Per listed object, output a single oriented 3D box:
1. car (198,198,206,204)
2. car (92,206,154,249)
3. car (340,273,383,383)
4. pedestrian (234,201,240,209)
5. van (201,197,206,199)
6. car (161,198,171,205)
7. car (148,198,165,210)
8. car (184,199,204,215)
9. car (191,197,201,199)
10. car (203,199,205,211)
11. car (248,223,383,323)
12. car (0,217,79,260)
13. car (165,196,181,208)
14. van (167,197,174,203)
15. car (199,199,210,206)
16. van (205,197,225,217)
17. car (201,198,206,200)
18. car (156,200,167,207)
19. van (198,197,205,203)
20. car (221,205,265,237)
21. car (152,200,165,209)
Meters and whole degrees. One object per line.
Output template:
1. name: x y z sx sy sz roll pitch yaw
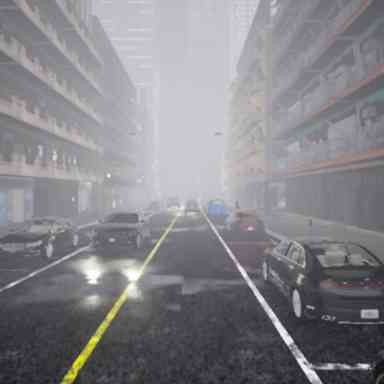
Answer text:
1. car: 2.552 2.314 85.780 1.752 1.417 4.829 -1 -1 0
2. car: -3.124 1.618 15.442 1.882 1.535 5.008 0 -1 0
3. car: 2.677 1.582 1.583 1.947 1.339 4.313 -1 -1 0
4. pedestrian: 2.967 1.494 22.026 0.375 1.860 0.375 -1 0 -3
5. van: 2.582 1.919 63.205 1.690 1.788 3.998 -1 -1 0
6. car: -5.813 2.123 74.424 1.967 1.590 4.097 -1 -1 0
7. car: -5.778 2.041 52.015 1.947 1.339 4.313 -1 -1 0
8. car: 0.013 1.907 39.556 2.033 1.411 5.357 0 -1 0
9. car: -0.076 1.819 51.117 2.097 1.767 4.553 0 -1 0
10. car: 2.619 1.922 40.796 2.008 1.369 4.403 -1 -1 0
11. car: 2.669 1.617 7.186 2.008 1.369 4.403 -1 -1 0
12. car: -5.720 1.668 12.803 2.008 1.369 4.403 -1 -1 0
13. car: -3.143 1.745 57.358 2.150 2.045 5.566 0 -1 0
14. van: -5.839 2.181 91.230 1.690 1.788 3.998 -1 -1 0
15. car: 2.577 2.181 68.805 2.008 1.369 4.403 -1 -1 0
16. van: 2.624 1.662 35.196 1.690 1.788 3.998 -1 -1 0
17. car: 2.610 1.968 46.398 1.887 1.381 4.507 -1 -1 0
18. car: -5.794 2.160 63.219 1.802 1.307 4.206 -1 -1 0
19. van: 2.541 2.181 91.213 1.690 1.788 3.998 -1 -1 0
20. car: 2.971 1.701 19.200 1.812 1.442 4.674 0 -1 0
21. car: -5.787 2.071 57.618 1.887 1.381 4.507 -1 -1 0
